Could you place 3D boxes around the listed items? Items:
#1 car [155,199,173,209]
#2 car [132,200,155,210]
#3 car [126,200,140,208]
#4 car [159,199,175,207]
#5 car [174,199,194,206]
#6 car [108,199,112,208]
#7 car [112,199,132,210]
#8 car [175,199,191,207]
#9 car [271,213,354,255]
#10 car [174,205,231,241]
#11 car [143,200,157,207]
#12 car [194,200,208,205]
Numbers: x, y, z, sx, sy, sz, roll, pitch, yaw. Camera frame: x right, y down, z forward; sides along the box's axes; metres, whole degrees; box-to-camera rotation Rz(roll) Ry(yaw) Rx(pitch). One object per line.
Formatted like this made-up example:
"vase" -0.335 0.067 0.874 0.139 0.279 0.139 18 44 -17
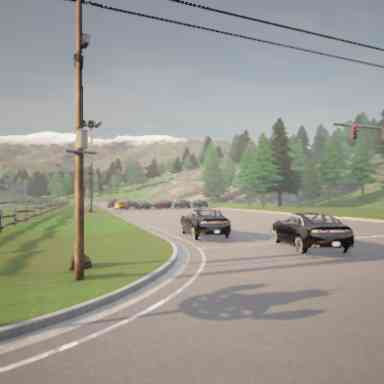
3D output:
"car" -5.094 2.138 57.611 1.882 1.535 5.008 0 -1 -19
"car" -8.254 2.209 56.046 2.033 1.411 5.357 0 -1 -19
"car" -11.827 2.341 66.158 2.033 1.411 5.357 0 -1 -19
"car" -5.288 2.283 68.585 2.128 1.511 4.902 0 -1 -19
"car" -1.732 2.154 58.601 1.837 1.490 4.892 0 -1 -19
"car" -15.192 2.154 65.107 2.097 1.767 4.553 0 -1 -19
"car" -11.838 2.158 55.704 1.882 1.535 5.008 0 -1 -19
"car" -1.937 2.249 69.607 1.882 1.535 5.008 0 -1 -19
"car" 4.827 1.619 13.999 2.128 1.511 4.902 0 -1 -5
"car" 0.606 1.689 18.186 2.128 1.511 4.902 0 -1 -14
"car" -8.608 2.314 67.477 1.812 1.442 4.674 0 -1 -19
"car" 1.442 2.153 60.131 1.837 1.490 4.892 0 -1 -19
